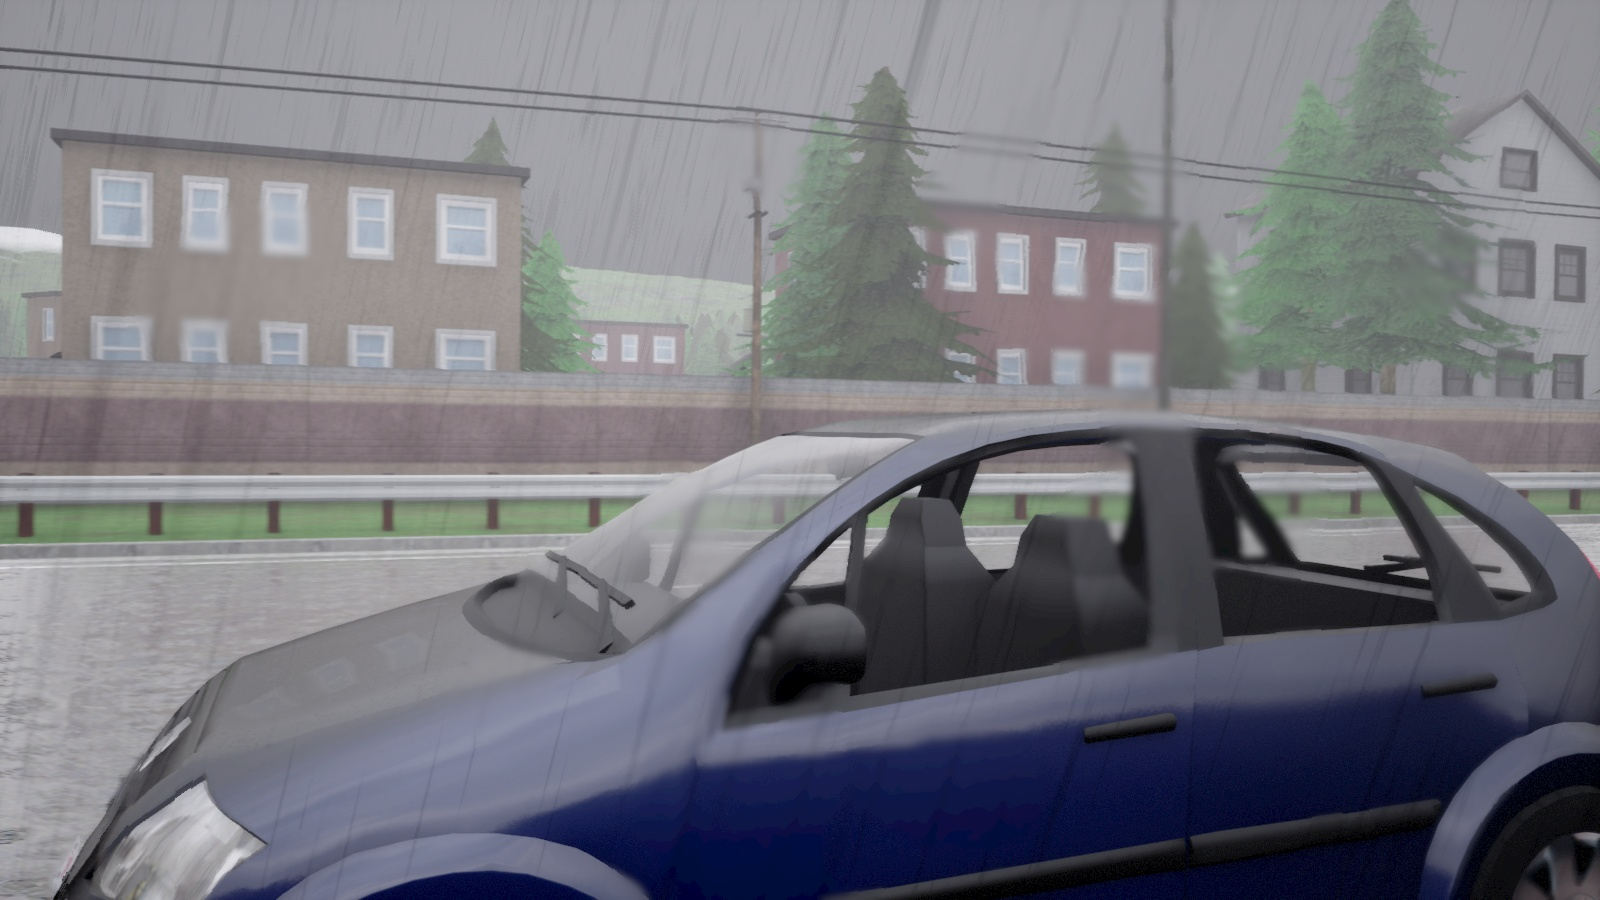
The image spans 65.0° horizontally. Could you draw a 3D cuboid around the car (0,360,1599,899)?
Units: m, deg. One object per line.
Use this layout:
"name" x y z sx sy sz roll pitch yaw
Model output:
"car" 0.320 0.639 3.360 3.988 1.617 1.851 -1 1 -21
